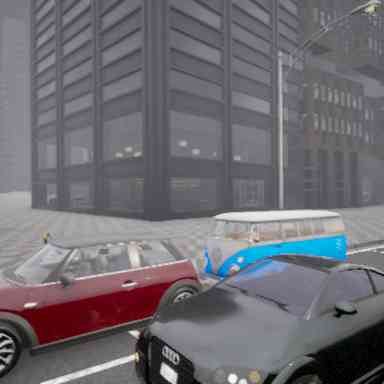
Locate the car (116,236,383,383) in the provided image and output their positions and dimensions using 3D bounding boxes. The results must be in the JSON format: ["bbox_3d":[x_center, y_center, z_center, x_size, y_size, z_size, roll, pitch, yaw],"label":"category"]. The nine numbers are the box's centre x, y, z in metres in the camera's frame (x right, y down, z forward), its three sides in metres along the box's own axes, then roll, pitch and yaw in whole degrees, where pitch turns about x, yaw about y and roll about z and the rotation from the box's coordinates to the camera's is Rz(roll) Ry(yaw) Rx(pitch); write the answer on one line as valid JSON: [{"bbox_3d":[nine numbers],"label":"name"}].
[{"bbox_3d":[1.403,1.573,4.359,4.181,1.385,1.994,0,0,-35],"label":"car"}]

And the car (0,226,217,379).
[{"bbox_3d":[-1.861,1.444,5.335,4.097,1.590,1.967,0,-1,-35],"label":"car"}]

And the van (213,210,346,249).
[{"bbox_3d":[2.116,1.357,8.174,3.998,1.788,1.690,0,-1,-35],"label":"van"}]
